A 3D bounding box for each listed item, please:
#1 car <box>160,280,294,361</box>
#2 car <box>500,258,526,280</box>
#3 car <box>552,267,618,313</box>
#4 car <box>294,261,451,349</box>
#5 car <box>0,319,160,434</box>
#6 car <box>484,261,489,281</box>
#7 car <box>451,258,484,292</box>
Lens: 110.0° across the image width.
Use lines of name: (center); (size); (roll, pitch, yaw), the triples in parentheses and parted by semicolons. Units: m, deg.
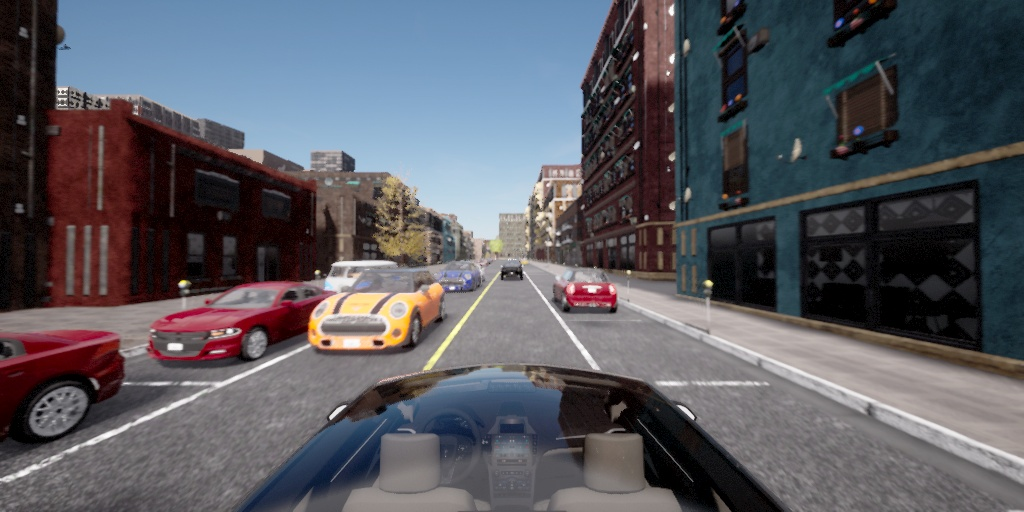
car: (-5.692, 1.289, 8.299); (1.888, 1.381, 4.507); (0, 0, 0)
car: (0.001, 1.202, 31.038); (1.882, 1.535, 5.008); (0, 0, 0)
car: (2.687, 1.179, 14.050); (1.967, 1.591, 4.097); (0, 0, 0)
car: (-3.096, 1.096, 9.186); (2.097, 1.767, 4.553); (0, 0, 0)
car: (-5.767, 1.294, 2.618); (1.888, 1.381, 4.507); (0, 0, 0)
car: (-3.007, 1.296, 26.675); (1.812, 1.442, 4.674); (0, 0, 0)
car: (-3.077, 1.084, 21.032); (2.097, 1.767, 4.553); (0, 0, 2)
